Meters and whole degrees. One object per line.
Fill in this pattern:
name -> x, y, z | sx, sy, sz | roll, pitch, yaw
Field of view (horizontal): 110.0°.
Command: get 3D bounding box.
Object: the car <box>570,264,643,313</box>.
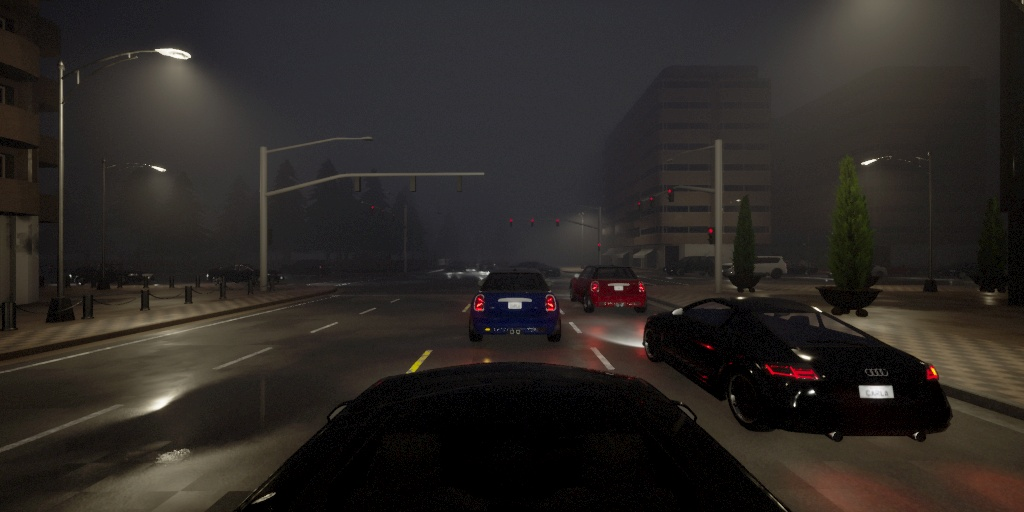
car -> 3.604, 1.102, 14.198 | 2.097, 1.767, 4.553 | 0, 0, 0

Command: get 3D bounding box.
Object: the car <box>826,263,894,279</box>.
car -> 31.802, 1.331, 33.118 | 4.674, 1.442, 1.812 | 0, 0, 0

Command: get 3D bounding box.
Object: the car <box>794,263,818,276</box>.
car -> 28.178, 1.406, 36.607 | 4.718, 1.301, 1.895 | 0, 0, 0

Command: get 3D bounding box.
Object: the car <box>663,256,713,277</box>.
car -> 18.418, 1.027, 36.569 | 5.566, 2.045, 2.150 | 0, 0, 0

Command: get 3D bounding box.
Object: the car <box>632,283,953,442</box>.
car -> 3.606, 1.314, 5.557 | 1.994, 1.385, 4.181 | 0, 0, 0

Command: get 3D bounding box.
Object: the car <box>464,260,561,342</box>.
car -> 0.082, 1.102, 9.970 | 2.097, 1.767, 4.553 | 0, 0, 0

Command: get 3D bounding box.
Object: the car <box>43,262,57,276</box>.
car -> -48.137, 1.310, 36.308 | 4.892, 1.490, 1.837 | 0, 0, 0

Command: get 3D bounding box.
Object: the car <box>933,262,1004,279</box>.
car -> 42.127, 1.283, 33.143 | 5.008, 1.535, 1.882 | 0, 0, 0

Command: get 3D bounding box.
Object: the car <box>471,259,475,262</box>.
car -> -6.215, 1.241, 57.679 | 2.128, 1.511, 4.902 | 0, 0, 8

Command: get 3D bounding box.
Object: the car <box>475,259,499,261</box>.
car -> -3.365, 1.241, 48.444 | 2.128, 1.511, 4.902 | 0, 0, 2

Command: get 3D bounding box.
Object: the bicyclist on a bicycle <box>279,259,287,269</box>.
bicyclist on a bicycle -> -25.615, 1.106, 40.178 | 0.582, 1.620, 1.656 | 0, 0, 0

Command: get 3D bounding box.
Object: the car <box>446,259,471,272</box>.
car -> -6.944, 1.297, 45.467 | 2.033, 1.411, 5.357 | 0, 0, 1

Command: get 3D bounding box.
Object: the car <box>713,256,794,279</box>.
car -> 22.165, 1.027, 33.085 | 5.566, 2.045, 2.150 | 0, 0, 0

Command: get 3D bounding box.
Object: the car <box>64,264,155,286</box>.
car -> -28.532, 1.297, 25.684 | 4.902, 1.511, 2.128 | 0, 0, 0

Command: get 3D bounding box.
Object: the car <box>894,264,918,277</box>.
car -> 38.224, 1.406, 36.638 | 4.718, 1.301, 1.895 | 0, 0, 0

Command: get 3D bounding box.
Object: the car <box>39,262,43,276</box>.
car -> -46.938, 1.283, 32.811 | 5.008, 1.535, 1.882 | 0, 0, 0

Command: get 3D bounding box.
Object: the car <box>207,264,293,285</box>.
car -> -18.998, 1.297, 25.721 | 4.902, 1.511, 2.128 | 0, 0, 0

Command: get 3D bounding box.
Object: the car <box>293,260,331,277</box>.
car -> -21.014, 1.157, 36.374 | 4.553, 1.767, 2.097 | 0, 0, 0
